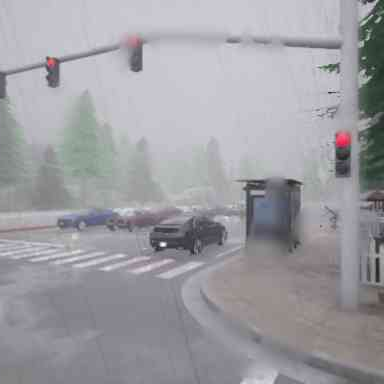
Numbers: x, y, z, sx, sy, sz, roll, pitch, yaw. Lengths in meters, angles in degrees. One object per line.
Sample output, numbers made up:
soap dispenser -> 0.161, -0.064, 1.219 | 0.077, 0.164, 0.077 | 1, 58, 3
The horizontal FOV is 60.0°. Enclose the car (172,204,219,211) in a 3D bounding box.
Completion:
car -> 0.430, 2.088, 30.925 | 1.895, 1.301, 4.718 | 0, -1, 28

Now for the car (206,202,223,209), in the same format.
car -> 2.429, 2.018, 40.779 | 2.097, 1.767, 4.553 | -1, -1, 37

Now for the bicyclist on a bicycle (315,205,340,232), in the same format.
bicyclist on a bicycle -> 8.428, 1.640, 20.452 | 1.656, 1.620, 0.582 | -1, -1, 27

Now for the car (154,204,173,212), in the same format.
car -> -2.851, 1.972, 32.123 | 1.882, 1.535, 5.008 | 0, -1, 28

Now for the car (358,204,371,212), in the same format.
car -> 22.055, 2.301, 44.337 | 4.902, 1.511, 2.128 | 1, -1, -31

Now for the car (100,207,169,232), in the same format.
car -> -3.792, 1.930, 22.787 | 1.895, 1.301, 4.718 | 0, -1, 27

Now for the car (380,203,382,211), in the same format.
car -> 28.689, 2.440, 50.881 | 4.902, 1.511, 2.128 | 1, -1, -16

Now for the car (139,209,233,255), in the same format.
car -> -0.006, 1.704, 14.369 | 1.837, 1.490, 4.892 | -1, -1, 26

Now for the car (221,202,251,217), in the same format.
car -> 5.750, 2.220, 39.441 | 1.994, 1.385, 4.181 | -1, -1, 38

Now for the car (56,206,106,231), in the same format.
car -> -7.270, 1.807, 23.639 | 1.882, 1.535, 5.008 | 0, -1, 27
